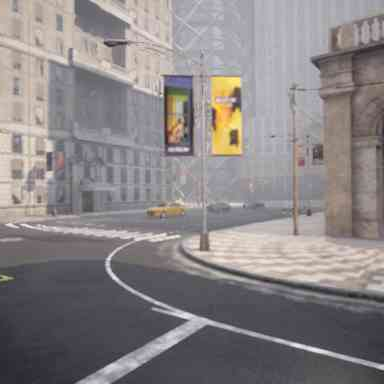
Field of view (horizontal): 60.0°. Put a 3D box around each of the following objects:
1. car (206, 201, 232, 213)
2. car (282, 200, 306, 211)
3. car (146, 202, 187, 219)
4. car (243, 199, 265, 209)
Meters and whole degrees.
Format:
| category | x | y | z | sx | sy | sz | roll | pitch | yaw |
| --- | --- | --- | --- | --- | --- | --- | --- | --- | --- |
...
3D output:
| category | x | y | z | sx | sy | sz | roll | pitch | yaw |
| --- | --- | --- | --- | --- | --- | --- | --- | --- | --- |
| car | 3.229 | 1.847 | 41.455 | 1.994 | 1.385 | 4.181 | -1 | -1 | 36 |
| car | 13.242 | 1.714 | 43.073 | 1.812 | 1.442 | 4.674 | -1 | -1 | 35 |
| car | -2.517 | 1.760 | 33.372 | 1.882 | 1.535 | 5.008 | -1 | -1 | 35 |
| car | 9.312 | 1.775 | 49.885 | 2.128 | 1.511 | 4.902 | -1 | -1 | 36 |
